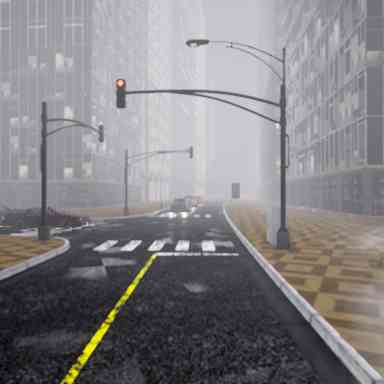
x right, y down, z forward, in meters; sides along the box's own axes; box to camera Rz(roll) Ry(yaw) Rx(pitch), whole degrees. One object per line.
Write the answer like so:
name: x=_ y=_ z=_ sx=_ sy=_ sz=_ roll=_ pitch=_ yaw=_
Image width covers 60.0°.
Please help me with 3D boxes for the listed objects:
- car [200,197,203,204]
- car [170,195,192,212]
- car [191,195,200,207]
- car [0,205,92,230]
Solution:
car: x=0.873 y=1.436 z=60.610 sx=1.812 sy=1.442 sz=4.674 roll=0 pitch=0 yaw=7
car: x=-1.403 y=1.463 z=38.821 sx=1.837 sy=1.490 sz=4.892 roll=0 pitch=0 yaw=5
car: x=-0.465 y=1.291 z=48.959 sx=2.097 sy=1.767 sz=4.553 roll=0 pitch=0 yaw=6
car: x=-9.454 y=1.675 z=21.772 sx=5.357 sy=1.411 sz=2.033 roll=-1 pitch=0 yaw=4
